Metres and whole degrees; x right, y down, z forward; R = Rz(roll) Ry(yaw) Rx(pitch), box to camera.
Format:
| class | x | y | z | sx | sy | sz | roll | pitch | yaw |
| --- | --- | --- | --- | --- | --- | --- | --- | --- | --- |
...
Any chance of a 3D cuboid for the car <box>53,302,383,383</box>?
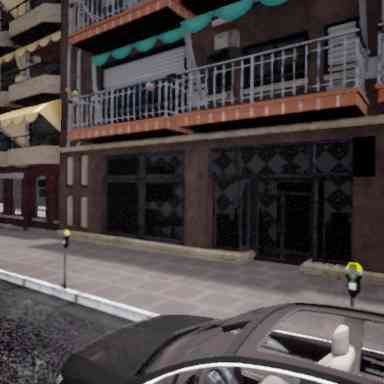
| class | x | y | z | sx | sy | sz | roll | pitch | yaw |
| --- | --- | --- | --- | --- | --- | --- | --- | --- | --- |
| car | 0.767 | 1.549 | 2.315 | 4.403 | 1.369 | 2.008 | 0 | 1 | 35 |
